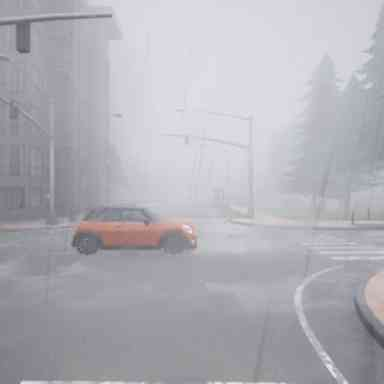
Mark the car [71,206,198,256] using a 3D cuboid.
[{"bbox_3d":[-2.072,1.334,12.660,4.553,1.767,2.097,0,0,-2],"label":"car"}]
